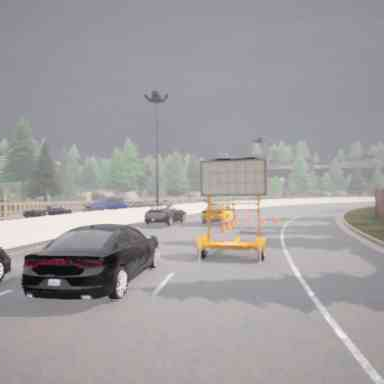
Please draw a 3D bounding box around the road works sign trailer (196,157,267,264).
[{"bbox_3d":[1.544,0.546,12.256,2.380,3.560,2.880,-1,0,14],"label":"road works sign trailer"}]

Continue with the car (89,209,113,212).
[{"bbox_3d":[-9.298,1.597,35.887,2.150,2.045,5.566,-1,0,23],"label":"car"}]

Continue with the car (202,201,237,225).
[{"bbox_3d":[2.245,1.662,26.353,1.882,1.535,5.008,-1,-1,19],"label":"car"}]

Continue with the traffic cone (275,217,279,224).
[{"bbox_3d":[6.254,2.084,24.461,0.340,0.580,0.340,-1,0,14],"label":"traffic cone"}]

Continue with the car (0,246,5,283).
[{"bbox_3d":[-6.007,1.623,7.031,1.837,1.490,4.892,-1,0,7],"label":"car"}]

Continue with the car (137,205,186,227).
[{"bbox_3d":[-1.905,1.708,25.061,2.128,1.511,4.902,-1,0,18],"label":"car"}]

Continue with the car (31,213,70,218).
[{"bbox_3d":[-14.235,2.003,32.802,1.895,1.301,4.718,-1,0,21],"label":"car"}]

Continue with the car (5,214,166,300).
[{"bbox_3d":[-2.239,1.570,8.721,1.882,1.535,5.008,-1,0,8],"label":"car"}]

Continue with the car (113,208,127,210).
[{"bbox_3d":[-5.735,1.826,35.216,2.128,1.511,4.902,-1,0,24],"label":"car"}]

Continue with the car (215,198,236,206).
[{"bbox_3d":[6.908,1.985,68.120,1.812,1.442,4.674,-1,-1,40],"label":"car"}]
